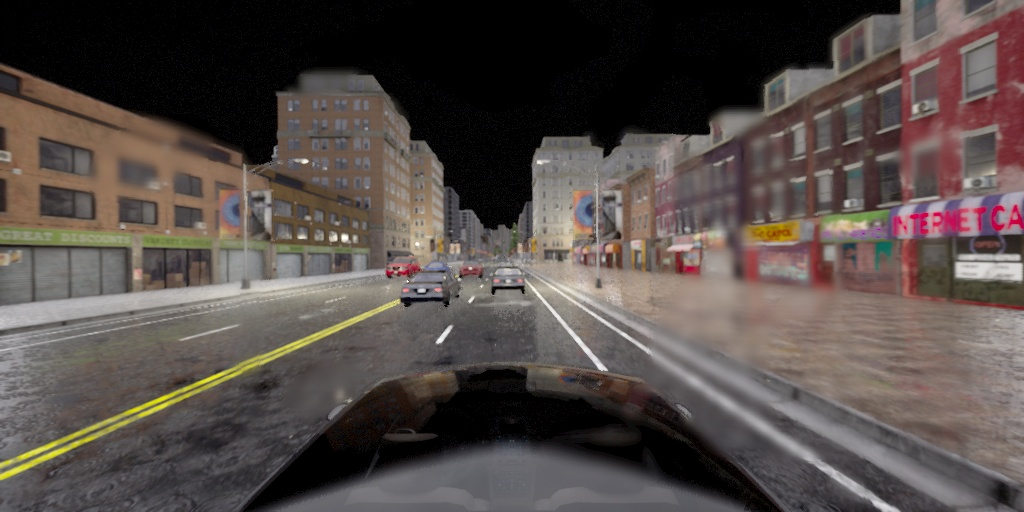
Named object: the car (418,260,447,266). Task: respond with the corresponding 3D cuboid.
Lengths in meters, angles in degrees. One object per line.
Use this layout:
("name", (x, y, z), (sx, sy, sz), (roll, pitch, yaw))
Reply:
("car", (-7.178, 1.308, 34.152), (1.882, 1.535, 5.008), (-1, 0, -1))

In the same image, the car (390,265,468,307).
("car", (-3.377, 1.326, 15.725), (2.033, 1.411, 5.357), (-1, 0, -1))

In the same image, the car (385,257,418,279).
("car", (-10.445, 1.089, 34.834), (2.150, 2.045, 5.566), (-1, 0, -1))

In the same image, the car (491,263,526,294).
("car", (-0.219, 1.290, 20.305), (2.033, 1.411, 5.357), (-1, 0, -1))

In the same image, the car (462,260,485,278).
("car", (-3.739, 1.145, 34.270), (2.097, 1.767, 4.553), (-1, 0, -1))
